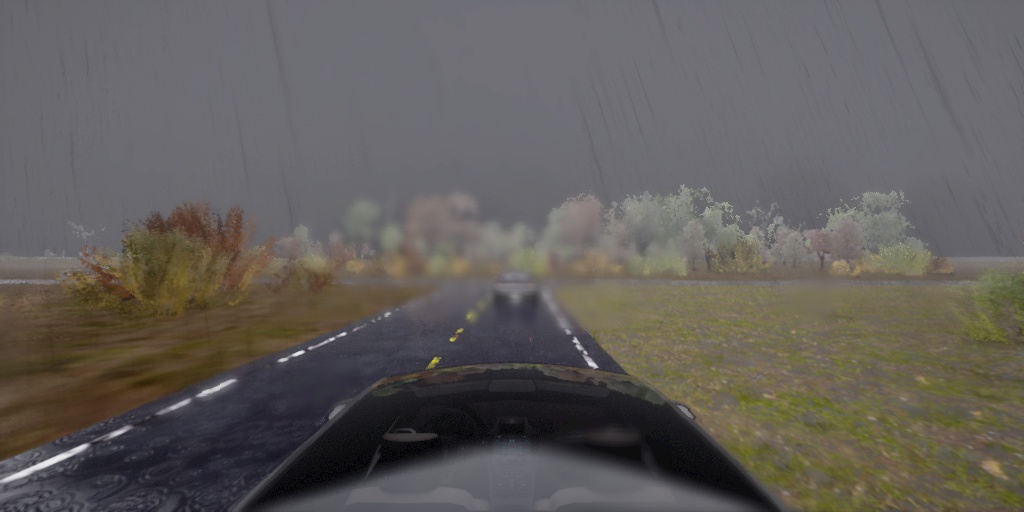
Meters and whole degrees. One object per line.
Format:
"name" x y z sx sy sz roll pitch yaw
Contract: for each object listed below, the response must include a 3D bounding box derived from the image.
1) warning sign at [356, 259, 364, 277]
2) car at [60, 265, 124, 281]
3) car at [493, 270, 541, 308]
"warning sign" -15.236 1.201 35.722 1.060 1.860 1.300 0 0 2
"car" -39.711 1.590 33.972 4.892 1.490 1.837 0 -1 2
"car" 0.244 1.374 16.065 2.128 1.511 4.902 0 0 3
